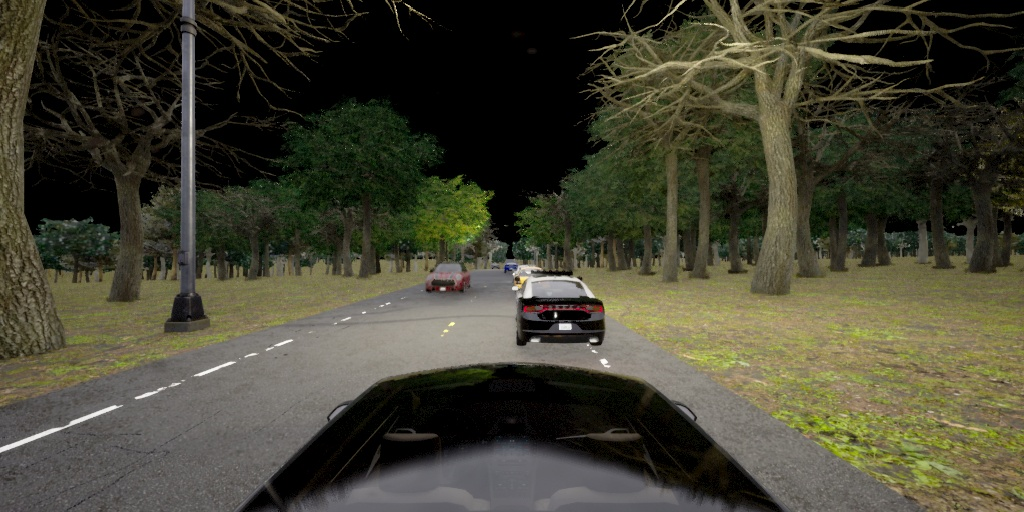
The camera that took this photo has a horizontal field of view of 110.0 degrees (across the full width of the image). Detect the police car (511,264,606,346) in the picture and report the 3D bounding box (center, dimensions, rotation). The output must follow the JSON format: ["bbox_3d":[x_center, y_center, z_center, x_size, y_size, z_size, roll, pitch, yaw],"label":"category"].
[{"bbox_3d":[1.036,1.186,9.588,1.930,1.638,5.238,0,0,0],"label":"police car"}]

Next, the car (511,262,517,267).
[{"bbox_3d":[1.016,1.255,19.670,1.801,1.575,5.366,0,0,0],"label":"car"}]

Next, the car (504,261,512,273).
[{"bbox_3d":[-0.065,1.508,48.904,1.882,1.535,5.008,0,-1,0],"label":"car"}]

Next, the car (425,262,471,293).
[{"bbox_3d":[-3.637,1.159,21.101,2.097,1.767,4.553,0,0,0],"label":"car"}]
